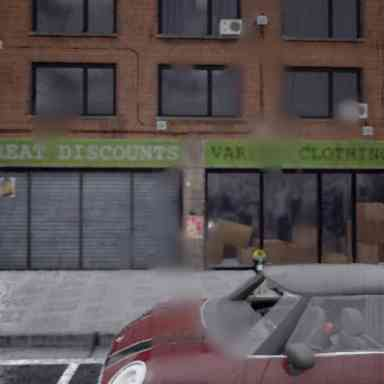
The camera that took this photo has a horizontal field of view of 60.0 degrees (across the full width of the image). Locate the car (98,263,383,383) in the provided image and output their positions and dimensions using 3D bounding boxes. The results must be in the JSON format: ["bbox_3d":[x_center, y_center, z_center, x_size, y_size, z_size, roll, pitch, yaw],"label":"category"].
[{"bbox_3d":[1.116,1.493,3.319,4.097,1.590,1.967,0,-1,-2],"label":"car"}]
